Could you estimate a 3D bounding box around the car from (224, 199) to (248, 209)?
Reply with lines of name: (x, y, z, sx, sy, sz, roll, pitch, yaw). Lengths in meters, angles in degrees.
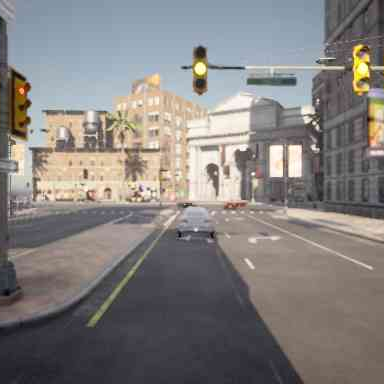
car: (6.040, 1.636, 45.021, 1.895, 1.301, 4.718, 0, 0, 29)

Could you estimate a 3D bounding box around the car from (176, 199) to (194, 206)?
car: (-0.921, 1.636, 45.564, 1.895, 1.301, 4.718, 0, 0, -13)

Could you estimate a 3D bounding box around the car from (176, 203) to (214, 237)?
car: (0.205, 1.540, 18.048, 1.812, 1.442, 4.674, 0, 0, 0)
